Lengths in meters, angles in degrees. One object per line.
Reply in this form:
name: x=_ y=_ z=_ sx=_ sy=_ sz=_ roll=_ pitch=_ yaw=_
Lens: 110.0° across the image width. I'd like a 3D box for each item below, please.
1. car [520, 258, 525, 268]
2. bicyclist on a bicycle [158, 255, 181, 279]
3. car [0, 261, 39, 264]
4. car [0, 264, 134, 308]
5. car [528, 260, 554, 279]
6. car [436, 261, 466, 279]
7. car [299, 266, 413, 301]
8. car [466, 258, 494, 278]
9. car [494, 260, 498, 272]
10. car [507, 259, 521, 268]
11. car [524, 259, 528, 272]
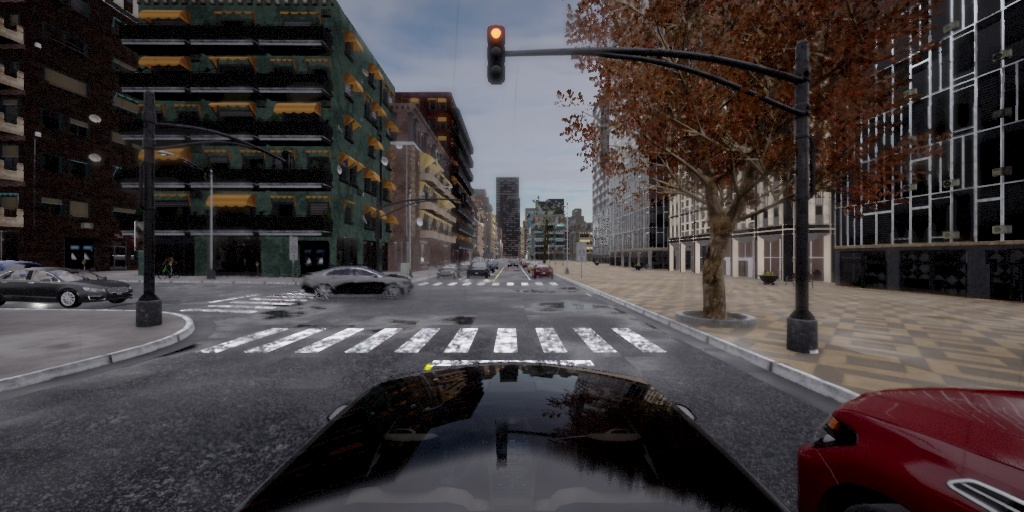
car: x=2.755 y=1.374 z=60.028 sx=1.802 sy=1.307 sz=4.207 roll=0 pitch=0 yaw=0
bicyclist on a bicycle: x=-23.144 y=0.761 z=24.238 sx=0.582 sy=1.620 sz=1.656 roll=1 pitch=0 yaw=-1
car: x=-21.586 y=0.950 z=15.512 sx=5.008 sy=1.535 sz=1.882 roll=1 pitch=0 yaw=0
car: x=-16.422 y=1.091 z=12.970 sx=4.403 sy=1.370 sz=2.007 roll=0 pitch=0 yaw=-1
car: x=2.725 y=1.306 z=32.365 sx=1.888 sy=1.381 sz=4.507 roll=0 pitch=0 yaw=0
car: x=-5.655 y=1.312 z=32.375 sx=2.007 sy=1.370 sz=4.403 roll=0 pitch=0 yaw=0
car: x=-7.239 y=1.223 z=16.992 sx=4.902 sy=1.511 sz=2.128 roll=1 pitch=0 yaw=-18
car: x=-3.059 y=1.240 z=33.660 sx=1.882 sy=1.535 sz=5.008 roll=0 pitch=0 yaw=0
car: x=-3.035 y=1.373 z=43.683 sx=1.895 sy=1.301 sz=4.718 roll=0 pitch=0 yaw=0
car: x=0.167 y=1.396 z=63.003 sx=1.895 sy=1.301 sz=4.718 roll=0 pitch=0 yaw=0
car: x=2.737 y=1.297 z=43.601 sx=1.751 sy=1.417 sz=4.829 roll=0 pitch=0 yaw=0
